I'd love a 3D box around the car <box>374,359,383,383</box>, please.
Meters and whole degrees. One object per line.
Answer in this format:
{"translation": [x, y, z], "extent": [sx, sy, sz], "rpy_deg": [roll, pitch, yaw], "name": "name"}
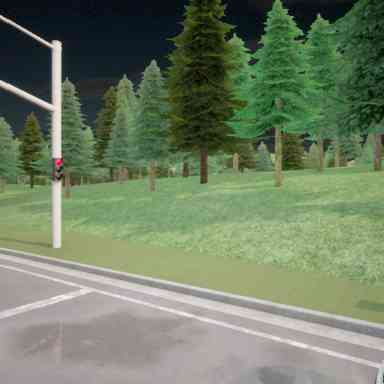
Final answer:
{"translation": [3.388, 1.352, 1.571], "extent": [4.553, 1.767, 2.097], "rpy_deg": [0, 0, 36], "name": "car"}
